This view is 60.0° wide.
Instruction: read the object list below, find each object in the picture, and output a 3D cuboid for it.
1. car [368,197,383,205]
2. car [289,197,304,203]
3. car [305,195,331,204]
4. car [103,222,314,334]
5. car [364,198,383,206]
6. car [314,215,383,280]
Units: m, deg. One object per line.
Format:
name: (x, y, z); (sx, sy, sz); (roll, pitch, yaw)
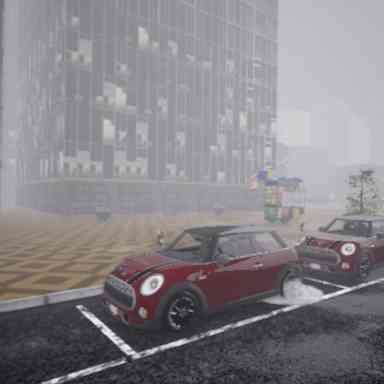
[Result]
car: (30.050, 1.539, 53.387); (1.967, 1.590, 4.097); (1, -1, -35)
car: (24.445, 1.773, 76.517); (1.967, 1.590, 4.097); (1, -1, -35)
car: (27.633, 1.622, 71.973); (2.192, 1.841, 5.009); (1, -1, -35)
car: (0.319, 1.447, 6.738); (4.097, 1.590, 1.967); (0, 1, -35)
car: (34.634, 1.831, 61.938); (1.802, 1.307, 4.206); (1, -1, -35)
car: (4.920, 1.454, 10.011); (4.097, 1.590, 1.967); (0, 1, -35)
